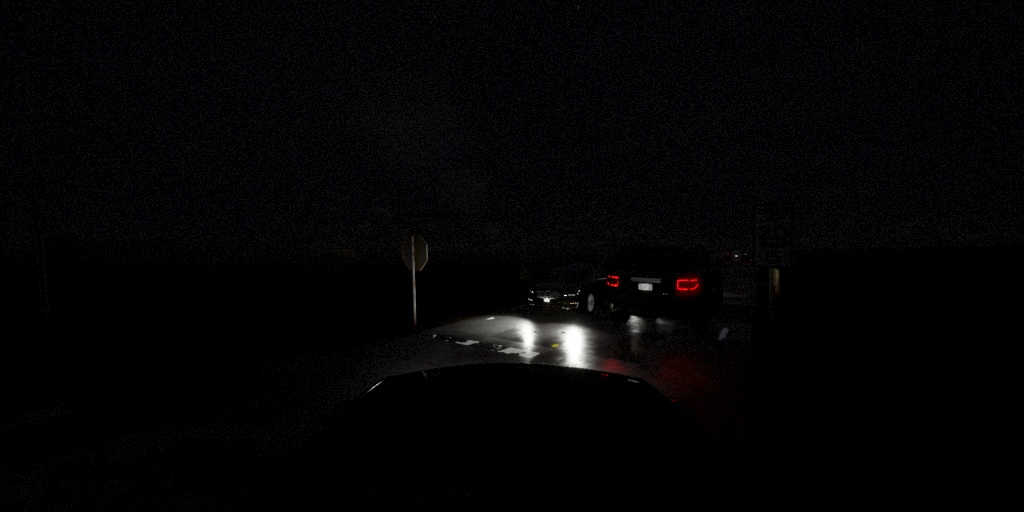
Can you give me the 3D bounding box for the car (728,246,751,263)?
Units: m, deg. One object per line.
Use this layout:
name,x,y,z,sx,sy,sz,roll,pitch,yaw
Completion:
car,22.123,-0.107,35.165,1.994,1.385,4.181,1,2,35

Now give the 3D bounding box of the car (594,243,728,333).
car,4.419,0.662,9.945,2.150,2.045,5.566,1,3,35

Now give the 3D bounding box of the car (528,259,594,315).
car,2.360,0.896,11.981,1.837,1.490,4.892,1,3,35

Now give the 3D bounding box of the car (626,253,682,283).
car,8.053,0.590,20.115,1.994,1.385,4.181,1,3,35
